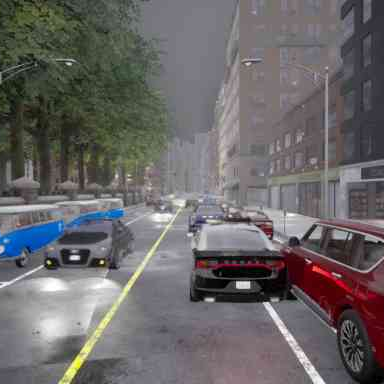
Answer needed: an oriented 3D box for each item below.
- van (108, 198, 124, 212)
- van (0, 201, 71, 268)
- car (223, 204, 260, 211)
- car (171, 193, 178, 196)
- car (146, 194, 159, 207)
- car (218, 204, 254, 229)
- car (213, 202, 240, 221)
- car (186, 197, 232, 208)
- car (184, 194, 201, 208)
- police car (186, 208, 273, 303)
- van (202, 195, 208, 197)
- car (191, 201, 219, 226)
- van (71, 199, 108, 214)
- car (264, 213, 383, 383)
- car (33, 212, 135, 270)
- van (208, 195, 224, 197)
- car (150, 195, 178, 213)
[{"bbox_3d":[-5.689,1.329,22.286,1.690,1.788,3.998,0,0,0],"label":"van"},{"bbox_3d":[-5.679,1.337,10.970,1.690,1.788,3.998,0,0,0],"label":"van"},{"bbox_3d":[2.842,1.538,16.661,1.887,1.381,4.507,0,0,0],"label":"car"},{"bbox_3d":[-5.751,1.381,94.095,1.752,1.417,4.829,0,0,0],"label":"car"},{"bbox_3d":[-5.713,1.265,50.576,2.192,1.841,5.009,0,0,0],"label":"car"},{"bbox_3d":[2.837,1.570,22.321,1.802,1.307,4.206,0,0,0],"label":"car"},{"bbox_3d":[2.832,1.564,27.982,1.802,1.307,4.206,0,0,0],"label":"car"},{"bbox_3d":[0.864,1.343,18.262,2.097,1.767,4.553,0,0,0],"label":"car"},{"bbox_3d":[-0.012,1.462,46.111,1.837,1.490,4.892,0,0,0],"label":"car"},{"bbox_3d":[0.894,1.423,8.402,1.930,1.638,5.238,0,0,0],"label":"police car"},{"bbox_3d":[2.812,1.291,50.623,1.690,1.788,3.998,0,0,0],"label":"van"},{"bbox_3d":[0.880,1.492,24.292,1.837,1.490,4.892,0,0,0],"label":"car"},{"bbox_3d":[-5.684,1.334,16.628,1.690,1.788,3.998,0,0,0],"label":"van"},{"bbox_3d":[2.850,1.314,5.340,2.192,1.841,5.009,0,0,0],"label":"car"},{"bbox_3d":[-3.108,1.560,10.832,1.994,1.385,4.181,0,0,0],"label":"car"},{"bbox_3d":[2.827,1.317,33.642,1.690,1.788,3.998,0,0,0],"label":"van"},{"bbox_3d":[-3.031,1.463,36.603,2.128,1.511,4.902,0,0,0],"label":"car"}]
